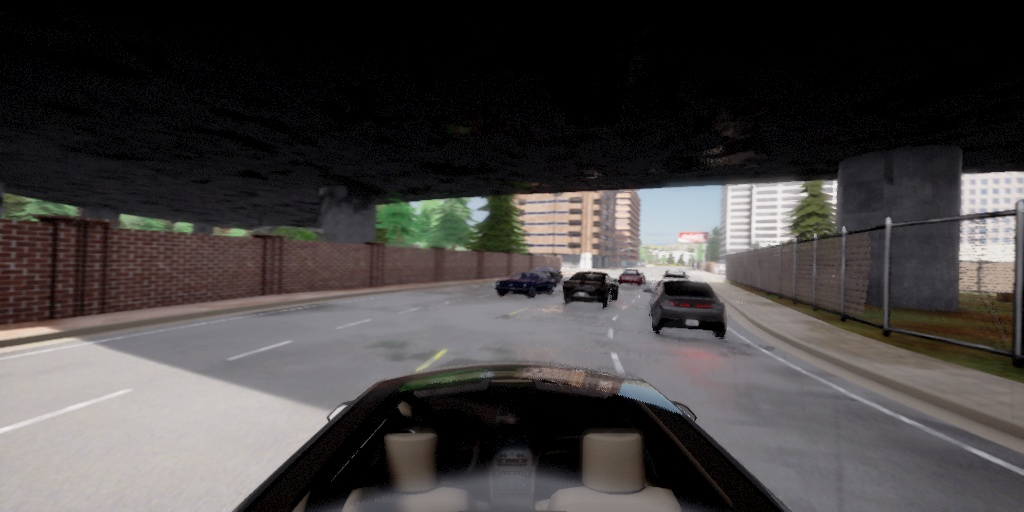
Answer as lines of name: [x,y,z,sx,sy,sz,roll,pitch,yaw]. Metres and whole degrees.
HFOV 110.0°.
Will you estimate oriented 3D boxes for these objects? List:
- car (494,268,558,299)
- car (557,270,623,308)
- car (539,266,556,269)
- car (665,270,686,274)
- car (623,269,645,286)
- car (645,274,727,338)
car: [0.853,1.509,19.487,1.895,1.301,4.718,2,0,25]
car: [3.871,1.466,17.089,1.882,1.535,5.008,2,-1,24]
car: [2.990,1.619,32.247,2.033,1.411,5.357,2,-1,26]
car: [12.419,1.833,27.317,2.128,1.511,4.902,2,0,25]
car: [10.814,1.890,32.327,1.994,1.385,4.181,2,0,26]
car: [5.381,1.501,11.413,1.837,1.490,4.892,1,-1,19]
